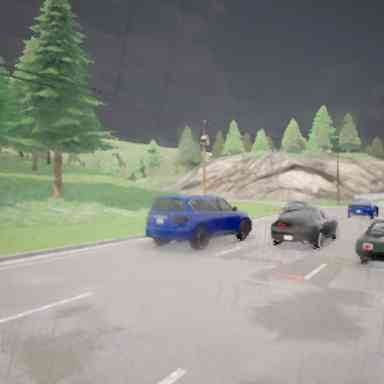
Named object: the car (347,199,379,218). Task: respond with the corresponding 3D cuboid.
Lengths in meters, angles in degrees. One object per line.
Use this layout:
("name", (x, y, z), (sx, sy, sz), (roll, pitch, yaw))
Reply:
("car", (14.418, 1.342, 27.953), (1.882, 1.535, 5.008), (0, 0, 35))

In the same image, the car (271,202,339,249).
("car", (4.986, 1.437, 14.427), (1.837, 1.490, 4.892), (0, 1, 35))

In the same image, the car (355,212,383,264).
("car", (6.706, 1.547, 10.793), (1.895, 1.301, 4.718), (0, 0, 35))

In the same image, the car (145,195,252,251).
("car", (0.466, 1.153, 14.107), (2.150, 2.045, 5.566), (0, 0, 37))

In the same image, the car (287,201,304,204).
("car", (8.266, 1.425, 25.775), (2.033, 1.411, 5.357), (0, 0, 31))
